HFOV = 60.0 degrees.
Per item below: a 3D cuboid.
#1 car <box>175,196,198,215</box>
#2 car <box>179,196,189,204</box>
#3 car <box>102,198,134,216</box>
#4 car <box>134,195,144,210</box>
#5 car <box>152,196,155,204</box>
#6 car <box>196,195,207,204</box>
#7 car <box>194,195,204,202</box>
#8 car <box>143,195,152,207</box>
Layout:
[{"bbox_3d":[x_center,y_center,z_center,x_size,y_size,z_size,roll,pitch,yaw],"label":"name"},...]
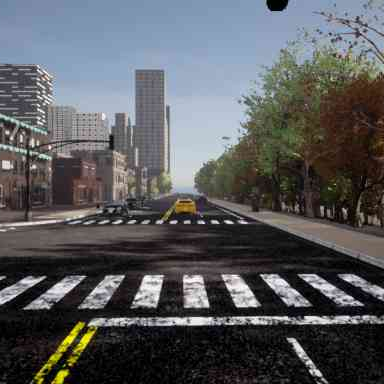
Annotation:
[{"bbox_3d":[-0.698,1.466,33.960,1.882,1.535,5.008,0,0,-1],"label":"car"},{"bbox_3d":[-1.520,1.540,63.048,1.994,1.385,4.181,0,0,-1],"label":"car"},{"bbox_3d":[-7.375,1.481,32.464,2.128,1.511,4.902,0,0,-1],"label":"car"},{"bbox_3d":[-7.600,1.490,42.023,1.837,1.490,4.892,0,0,-1],"label":"car"},{"bbox_3d":[-8.041,1.468,61.980,2.128,1.511,4.902,0,0,-1],"label":"car"},{"bbox_3d":[1.835,1.454,62.902,1.882,1.535,5.008,0,0,-1],"label":"car"},{"bbox_3d":[1.490,1.470,73.008,1.837,1.490,4.892,0,0,-1],"label":"car"},{"bbox_3d":[-7.834,1.333,51.717,2.097,1.767,4.553,0,0,-1],"label":"car"}]
